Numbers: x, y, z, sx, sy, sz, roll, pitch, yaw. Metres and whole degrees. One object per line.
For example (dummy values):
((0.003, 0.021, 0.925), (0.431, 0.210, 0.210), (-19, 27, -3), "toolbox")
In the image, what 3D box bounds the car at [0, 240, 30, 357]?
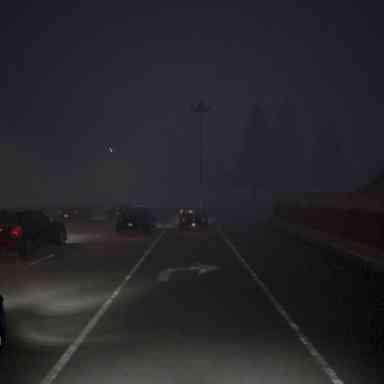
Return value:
((-3.400, 1.503, 2.454), (1.882, 1.535, 5.008), (0, -1, 0), "car")

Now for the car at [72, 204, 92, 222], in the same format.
((-10.395, 1.818, 29.774), (1.812, 1.442, 4.674), (0, -1, 0), "car")

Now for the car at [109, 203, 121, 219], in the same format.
((-6.894, 1.817, 33.082), (2.128, 1.511, 4.902), (0, -1, 0), "car")

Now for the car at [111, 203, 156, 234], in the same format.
((-3.396, 1.683, 20.856), (1.882, 1.535, 5.008), (0, -1, 0), "car")

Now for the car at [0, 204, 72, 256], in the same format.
((-6.897, 1.487, 13.630), (2.097, 1.767, 4.553), (0, -1, 0), "car")

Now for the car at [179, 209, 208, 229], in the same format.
((0.104, 1.833, 23.554), (1.895, 1.301, 4.718), (0, -1, 0), "car")
